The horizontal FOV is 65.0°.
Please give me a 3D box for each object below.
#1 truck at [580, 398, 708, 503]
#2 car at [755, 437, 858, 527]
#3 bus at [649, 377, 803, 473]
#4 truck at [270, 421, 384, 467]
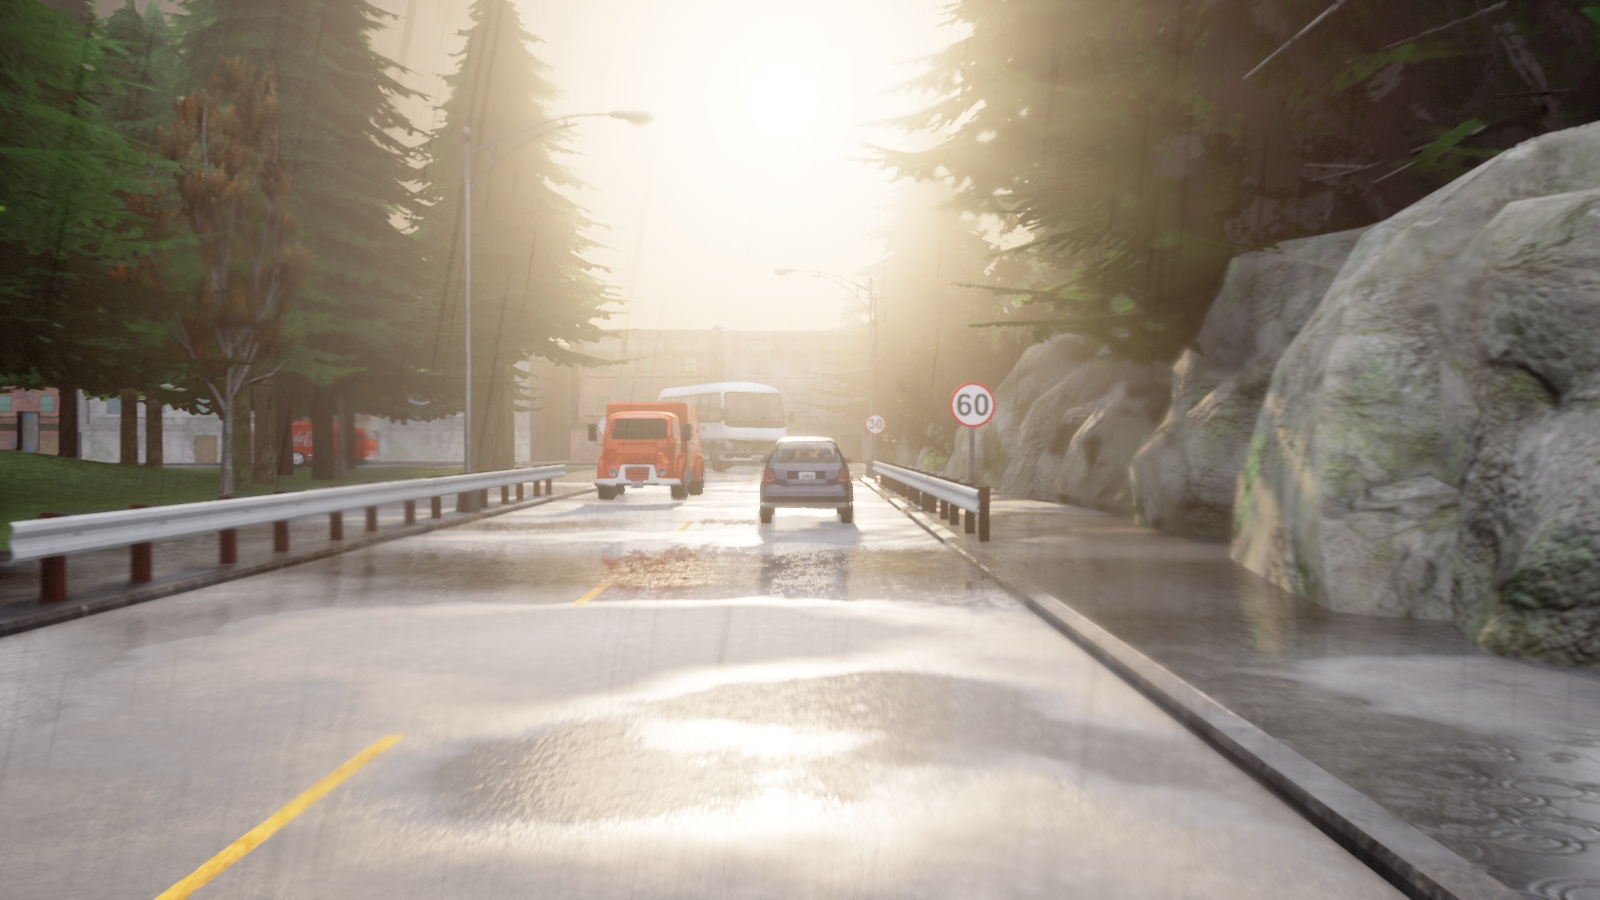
[{"bbox_3d":[-3.874,0.000,32.201,2.627,2.467,5.204,0,0,0],"label":"truck"},{"bbox_3d":[0.114,0.535,23.611,1.789,1.549,3.705,0,1,0],"label":"car"},{"bbox_3d":[-3.835,-1.127,61.132,3.944,4.253,10.273,1,0,-25],"label":"bus"},{"bbox_3d":[-25.686,-0.313,68.342,5.204,2.467,2.627,0,0,0],"label":"truck"}]
